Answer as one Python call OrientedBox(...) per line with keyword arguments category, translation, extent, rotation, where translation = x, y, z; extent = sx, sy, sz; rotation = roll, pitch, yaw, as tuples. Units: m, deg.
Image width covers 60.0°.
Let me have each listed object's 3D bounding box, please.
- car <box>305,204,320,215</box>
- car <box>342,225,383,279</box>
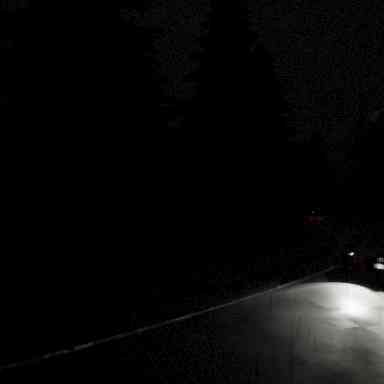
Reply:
OrientedBox(category="car", translation=(12.878, 2.005, 39.179), extent=(1.895, 1.301, 4.718), rotation=(1, 0, -16))
OrientedBox(category="car", translation=(5.919, 1.686, 9.788), extent=(1.994, 1.385, 4.181), rotation=(0, 0, 39))
